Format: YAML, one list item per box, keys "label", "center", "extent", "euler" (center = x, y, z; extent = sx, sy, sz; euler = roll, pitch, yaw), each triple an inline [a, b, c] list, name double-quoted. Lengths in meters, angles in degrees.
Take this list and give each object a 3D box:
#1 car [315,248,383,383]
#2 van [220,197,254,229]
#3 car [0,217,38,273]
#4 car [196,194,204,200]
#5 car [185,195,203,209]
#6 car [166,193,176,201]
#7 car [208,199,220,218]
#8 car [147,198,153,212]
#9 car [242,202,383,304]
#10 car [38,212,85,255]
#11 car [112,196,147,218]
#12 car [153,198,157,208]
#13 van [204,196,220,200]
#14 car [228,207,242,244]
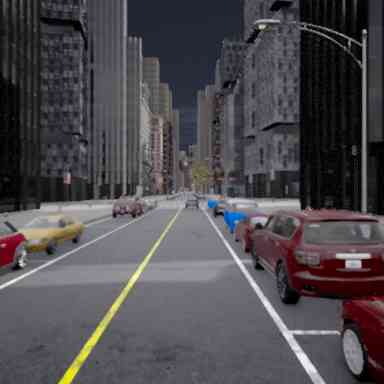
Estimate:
- label: "car"
  center: [2.762, 1.544, 2.569]
  extent: [1.887, 1.381, 4.507]
  euler: [0, 0, 0]
- label: "van"
  center: [2.763, 1.340, 19.107]
  extent: [1.690, 1.788, 3.998]
  euler: [0, 0, 0]
- label: "car"
  center: [-5.763, 1.440, 8.077]
  extent: [1.967, 1.590, 4.097]
  euler: [0, 0, 0]
- label: "car"
  center: [2.579, 1.558, 88.925]
  extent: [2.008, 1.369, 4.403]
  euler: [0, 0, -1]
- label: "car"
  center: [0.043, 1.491, 45.972]
  extent: [2.128, 1.511, 4.902]
  euler: [0, 0, 0]
- label: "car"
  center: [-5.946, 1.558, 88.852]
  extent: [2.008, 1.369, 4.403]
  euler: [0, 0, -1]
- label: "car"
  center: [2.765, 1.564, 30.132]
  extent: [1.947, 1.339, 4.313]
  euler: [0, 0, 0]
- label: "car"
  center: [-5.759, 1.549, 35.643]
  extent: [2.008, 1.369, 4.403]
  euler: [0, 0, 0]
- label: "car"
  center: [2.762, 1.314, 8.082]
  extent: [2.192, 1.841, 5.009]
  euler: [0, 0, 0]
- label: "car"
  center: [-5.762, 1.525, 13.420]
  extent: [1.752, 1.417, 4.829]
  euler: [0, 0, 0]
- label: "car"
  center: [-5.761, 1.314, 30.130]
  extent: [2.192, 1.841, 5.009]
  euler: [0, 0, 0]
- label: "car"
  center: [-5.759, 1.524, 40.986]
  extent: [1.752, 1.417, 4.829]
  euler: [0, 0, 0]
- label: "van"
  center: [2.766, 1.339, 41.157]
  extent: [1.690, 1.788, 3.998]
  euler: [0, 0, 0]
- label: "car"
  center: [2.763, 1.543, 13.594]
  extent: [1.887, 1.381, 4.507]
  euler: [0, 0, 0]
